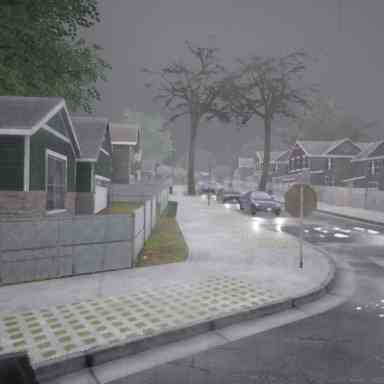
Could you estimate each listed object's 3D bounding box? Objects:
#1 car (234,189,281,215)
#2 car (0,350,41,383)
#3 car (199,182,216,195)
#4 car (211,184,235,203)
[{"bbox_3d":[4.549,0.694,22.880,1.812,1.442,4.674,1,3,-6],"label":"car"},{"bbox_3d":[-2.841,1.599,0.922,4.718,1.301,1.895,0,0,-36],"label":"car"},{"bbox_3d":[2.159,-0.478,46.200,1.882,1.535,5.008,1,2,-6],"label":"car"},{"bbox_3d":[3.556,0.250,32.535,2.033,1.411,5.357,1,3,-6],"label":"car"}]
